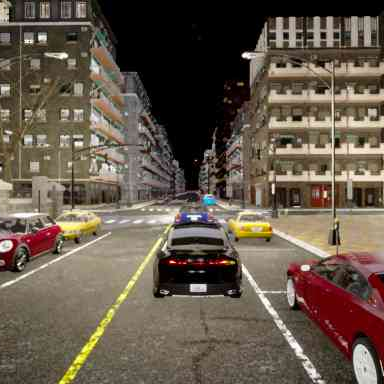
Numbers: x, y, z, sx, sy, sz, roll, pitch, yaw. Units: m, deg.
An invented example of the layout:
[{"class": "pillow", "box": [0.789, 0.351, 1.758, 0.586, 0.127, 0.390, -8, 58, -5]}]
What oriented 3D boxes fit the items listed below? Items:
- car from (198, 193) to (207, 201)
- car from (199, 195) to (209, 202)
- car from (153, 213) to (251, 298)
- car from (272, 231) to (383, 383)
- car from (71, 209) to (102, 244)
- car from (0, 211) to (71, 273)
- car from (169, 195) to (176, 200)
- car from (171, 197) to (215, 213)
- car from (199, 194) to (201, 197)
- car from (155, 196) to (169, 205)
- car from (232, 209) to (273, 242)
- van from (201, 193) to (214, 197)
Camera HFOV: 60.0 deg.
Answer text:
[{"class": "car", "box": [2.795, 1.249, 88.126, 2.192, 1.841, 5.009, 1, 0, 0]}, {"class": "car", "box": [2.780, 1.503, 76.784, 2.008, 1.369, 4.403, 1, 0, 0]}, {"class": "car", "box": [0.112, 1.506, 8.497, 1.837, 1.490, 4.892, 0, 0, 0]}, {"class": "car", "box": [2.705, 1.546, 4.874, 1.887, 1.381, 4.507, 1, 0, 0]}, {"class": "car", "box": [-5.664, 1.527, 15.963, 1.752, 1.417, 4.829, 1, 0, 0]}, {"class": "car", "box": [-5.669, 1.442, 10.519, 1.967, 1.590, 4.097, 1, 0, 0]}, {"class": "car", "box": [-5.588, 1.516, 88.192, 1.802, 1.307, 4.206, 1, 0, 0]}, {"class": "car", "box": [0.140, 1.354, 18.757, 2.097, 1.767, 4.553, 0, 0, 1]}, {"class": "car", "box": [2.762, 1.519, 59.772, 1.887, 1.381, 4.507, 1, 0, 0]}, {"class": "car", "box": [-5.618, 1.556, 59.837, 1.802, 1.307, 4.206, 1, 0, 0]}, {"class": "car", "box": [2.716, 1.527, 16.277, 1.752, 1.417, 4.829, 1, 0, 0]}, {"class": "van", "box": [2.759, 1.321, 54.100, 1.690, 1.788, 3.998, 1, 0, 0]}]
